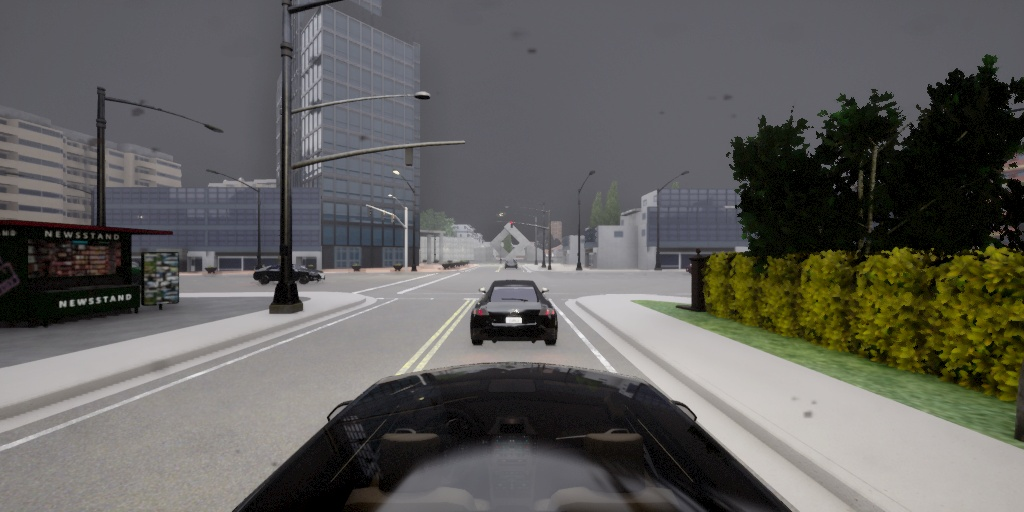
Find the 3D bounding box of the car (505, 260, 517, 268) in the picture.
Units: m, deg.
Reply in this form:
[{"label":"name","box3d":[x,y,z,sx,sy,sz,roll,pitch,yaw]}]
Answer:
[{"label":"car","box3d":[-0.145,1.314,59.735,1.994,1.385,4.181,0,0,0]}]

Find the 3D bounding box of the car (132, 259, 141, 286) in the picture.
[{"label":"car","box3d":[-29.017,1.229,26.944,5.566,2.045,2.150,-1,0,-1]}]

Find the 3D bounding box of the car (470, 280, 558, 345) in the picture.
[{"label":"car","box3d":[0.046,1.314,9.512,1.994,1.385,4.181,0,0,0]}]

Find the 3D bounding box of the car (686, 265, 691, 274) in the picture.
[{"label":"car","box3d":[21.205,1.177,38.256,5.008,1.535,1.882,0,0,-1]}]

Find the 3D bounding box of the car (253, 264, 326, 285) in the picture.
[{"label":"car","box3d":[-16.767,1.352,27.097,4.902,1.511,2.128,-1,0,-1]}]
